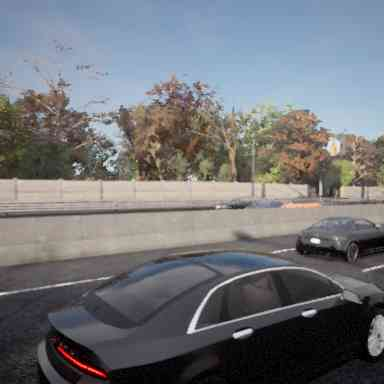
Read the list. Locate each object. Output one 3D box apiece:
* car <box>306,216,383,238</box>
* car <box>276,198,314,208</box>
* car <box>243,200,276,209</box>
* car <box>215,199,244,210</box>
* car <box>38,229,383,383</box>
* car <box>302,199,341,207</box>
[{"bbox_3d":[5.701,1.582,12.107,4.181,1.385,1.994,0,0,-35],"label":"car"},{"bbox_3d":[10.992,1.399,33.308,4.553,1.767,2.097,0,0,-35],"label":"car"},{"bbox_3d":[8.428,1.593,35.784,5.357,1.411,2.033,0,0,-35],"label":"car"},{"bbox_3d":[4.821,1.534,37.506,4.902,1.511,2.128,0,0,-35],"label":"car"},{"bbox_3d":[0.725,1.509,4.261,4.892,1.490,1.837,0,0,-35],"label":"car"},{"bbox_3d":[12.253,1.609,29.909,4.181,1.385,1.994,0,0,-35],"label":"car"}]
